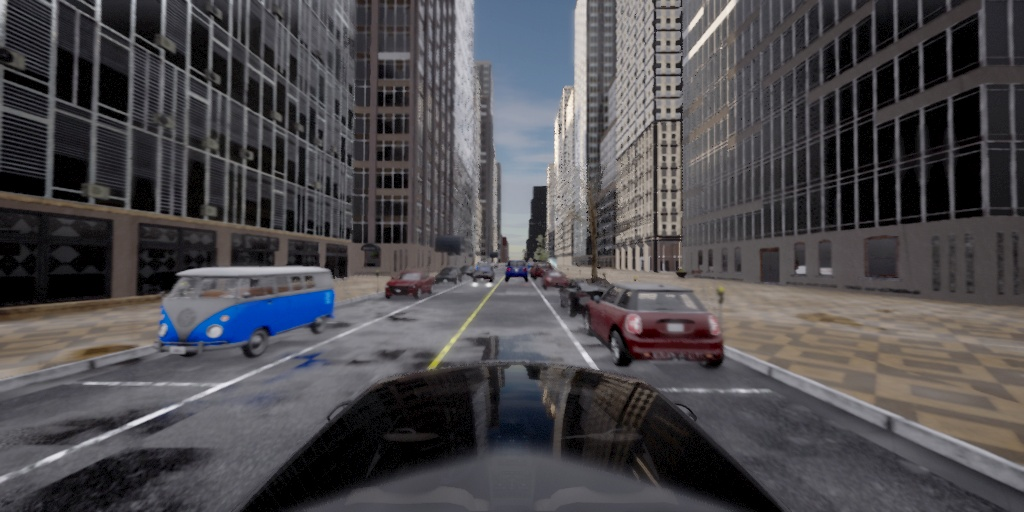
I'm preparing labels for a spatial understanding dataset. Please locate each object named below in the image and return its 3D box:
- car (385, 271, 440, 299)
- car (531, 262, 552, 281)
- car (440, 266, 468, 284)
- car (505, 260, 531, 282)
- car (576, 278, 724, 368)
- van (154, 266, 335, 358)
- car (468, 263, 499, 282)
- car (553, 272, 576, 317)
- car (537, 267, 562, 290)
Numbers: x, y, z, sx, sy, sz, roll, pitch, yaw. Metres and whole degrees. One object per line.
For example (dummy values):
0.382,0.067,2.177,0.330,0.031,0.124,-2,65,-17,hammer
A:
-5.506,1.489,19.674,1.888,1.381,4.507,0,0,1,car
3.103,1.542,36.608,2.192,1.841,5.009,0,0,1,car
-5.351,1.659,31.048,1.948,1.339,4.313,0,0,1,car
0.472,1.407,34.917,2.150,2.045,5.566,0,-1,1,car
2.858,1.295,8.169,1.967,1.591,4.097,0,0,1,car
-5.765,1.135,8.300,1.690,1.789,3.998,0,0,1,van
-2.610,1.706,34.539,2.033,1.411,5.357,0,-1,1,car
2.875,1.495,13.857,1.948,1.339,4.313,0,0,1,car
2.956,1.660,25.232,1.802,1.307,4.207,0,0,1,car
